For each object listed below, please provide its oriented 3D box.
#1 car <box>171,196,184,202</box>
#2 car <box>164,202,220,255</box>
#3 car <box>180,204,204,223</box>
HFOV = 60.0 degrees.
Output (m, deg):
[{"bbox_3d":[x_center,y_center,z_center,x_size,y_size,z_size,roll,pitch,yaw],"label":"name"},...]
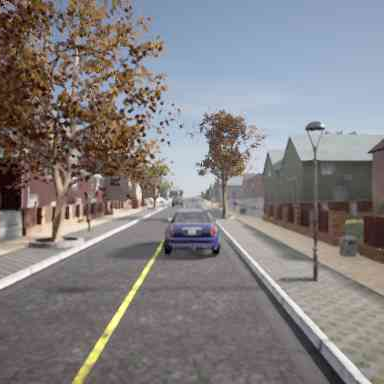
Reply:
[{"bbox_3d":[-2.763,1.844,64.686,2.150,2.045,5.566,0,-1,1],"label":"car"},{"bbox_3d":[0.005,1.489,14.092,2.097,1.767,4.553,0,-1,0],"label":"car"},{"bbox_3d":[0.011,1.851,29.317,1.994,1.385,4.181,0,0,0],"label":"car"}]
